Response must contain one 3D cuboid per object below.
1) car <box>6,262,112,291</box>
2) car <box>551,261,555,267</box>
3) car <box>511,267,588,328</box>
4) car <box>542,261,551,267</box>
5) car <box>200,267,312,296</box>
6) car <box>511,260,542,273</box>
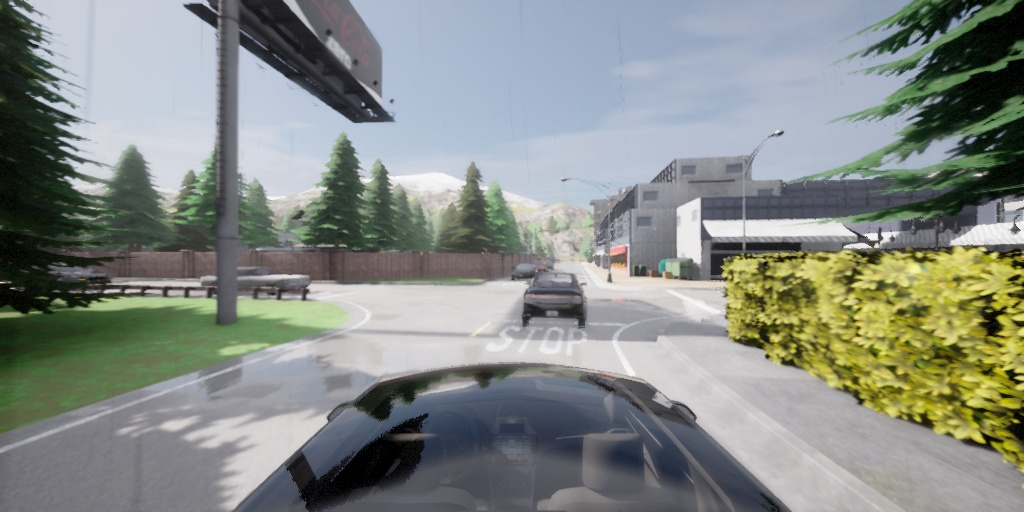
[{"bbox_3d":[-24.733,1.077,19.735,4.892,1.490,1.837,1,0,9],"label":"car"},{"bbox_3d":[5.600,1.511,55.879,1.837,1.490,4.892,0,0,11],"label":"car"},{"bbox_3d":[1.425,1.284,11.742,2.128,1.511,4.902,0,0,9],"label":"car"},{"bbox_3d":[2.984,1.287,41.567,2.097,1.767,4.553,0,0,10],"label":"car"},{"bbox_3d":[-12.550,1.206,17.763,4.718,1.301,1.895,0,0,9],"label":"car"},{"bbox_3d":[1.188,1.363,31.662,1.882,1.535,5.008,0,0,10],"label":"car"}]
